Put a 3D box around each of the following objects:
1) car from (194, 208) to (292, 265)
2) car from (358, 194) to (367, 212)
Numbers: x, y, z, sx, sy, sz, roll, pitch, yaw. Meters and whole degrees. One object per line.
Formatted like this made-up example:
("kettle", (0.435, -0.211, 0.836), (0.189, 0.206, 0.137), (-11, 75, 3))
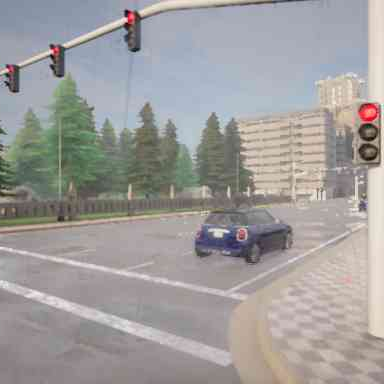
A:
("car", (2.040, 1.353, 12.142), (2.097, 1.767, 4.553), (0, 0, 35))
("car", (20.395, 1.226, 37.724), (2.150, 2.045, 5.566), (0, 0, 36))
